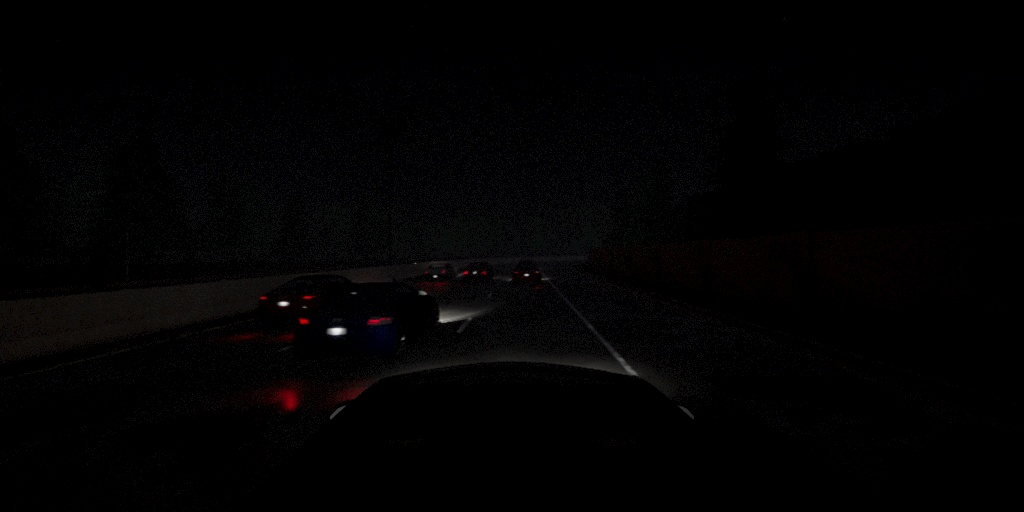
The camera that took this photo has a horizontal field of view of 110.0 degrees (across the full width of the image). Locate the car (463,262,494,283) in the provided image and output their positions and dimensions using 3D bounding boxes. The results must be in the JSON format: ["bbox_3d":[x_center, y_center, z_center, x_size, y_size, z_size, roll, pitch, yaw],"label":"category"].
[{"bbox_3d":[-2.436,1.179,26.834,2.033,1.411,5.357,-1,0,2],"label":"car"}]

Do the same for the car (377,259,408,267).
[{"bbox_3d":[-15.514,1.131,47.653,1.882,1.535,5.008,-1,0,6],"label":"car"}]

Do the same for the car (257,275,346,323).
[{"bbox_3d":[-6.440,1.323,12.217,1.994,1.385,4.181,-1,0,2],"label":"car"}]

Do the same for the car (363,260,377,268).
[{"bbox_3d":[-18.782,1.223,50.028,2.033,1.411,5.357,-1,0,7],"label":"car"}]

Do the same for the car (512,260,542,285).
[{"bbox_3d":[1.000,1.171,24.887,1.994,1.385,4.181,-1,0,2],"label":"car"}]

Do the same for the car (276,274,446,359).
[{"bbox_3d":[-3.068,1.308,8.416,1.994,1.385,4.181,-1,0,2],"label":"car"}]

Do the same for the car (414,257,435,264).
[{"bbox_3d":[-11.839,0.956,49.149,2.097,1.767,4.553,-1,0,7],"label":"car"}]

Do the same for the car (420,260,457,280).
[{"bbox_3d":[-5.836,1.252,29.810,1.895,1.301,4.718,-1,0,2],"label":"car"}]

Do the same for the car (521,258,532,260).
[{"bbox_3d":[1.707,0.994,41.646,2.128,1.511,4.902,-1,0,4],"label":"car"}]
